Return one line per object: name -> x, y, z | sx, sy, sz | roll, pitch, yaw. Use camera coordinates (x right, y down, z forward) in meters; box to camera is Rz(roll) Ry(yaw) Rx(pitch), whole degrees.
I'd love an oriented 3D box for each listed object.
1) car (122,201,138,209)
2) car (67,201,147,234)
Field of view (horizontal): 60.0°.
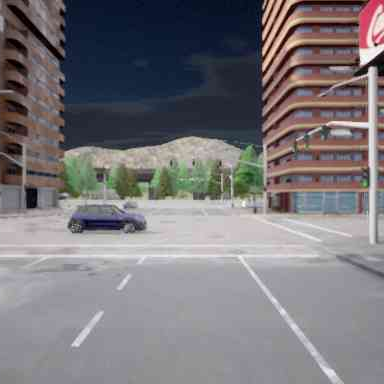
car -> -10.522, 2.210, 56.690 | 1.895, 1.301, 4.718 | 0, -1, 0
car -> -5.038, 1.556, 20.175 | 4.553, 1.767, 2.097 | 0, -1, 0
